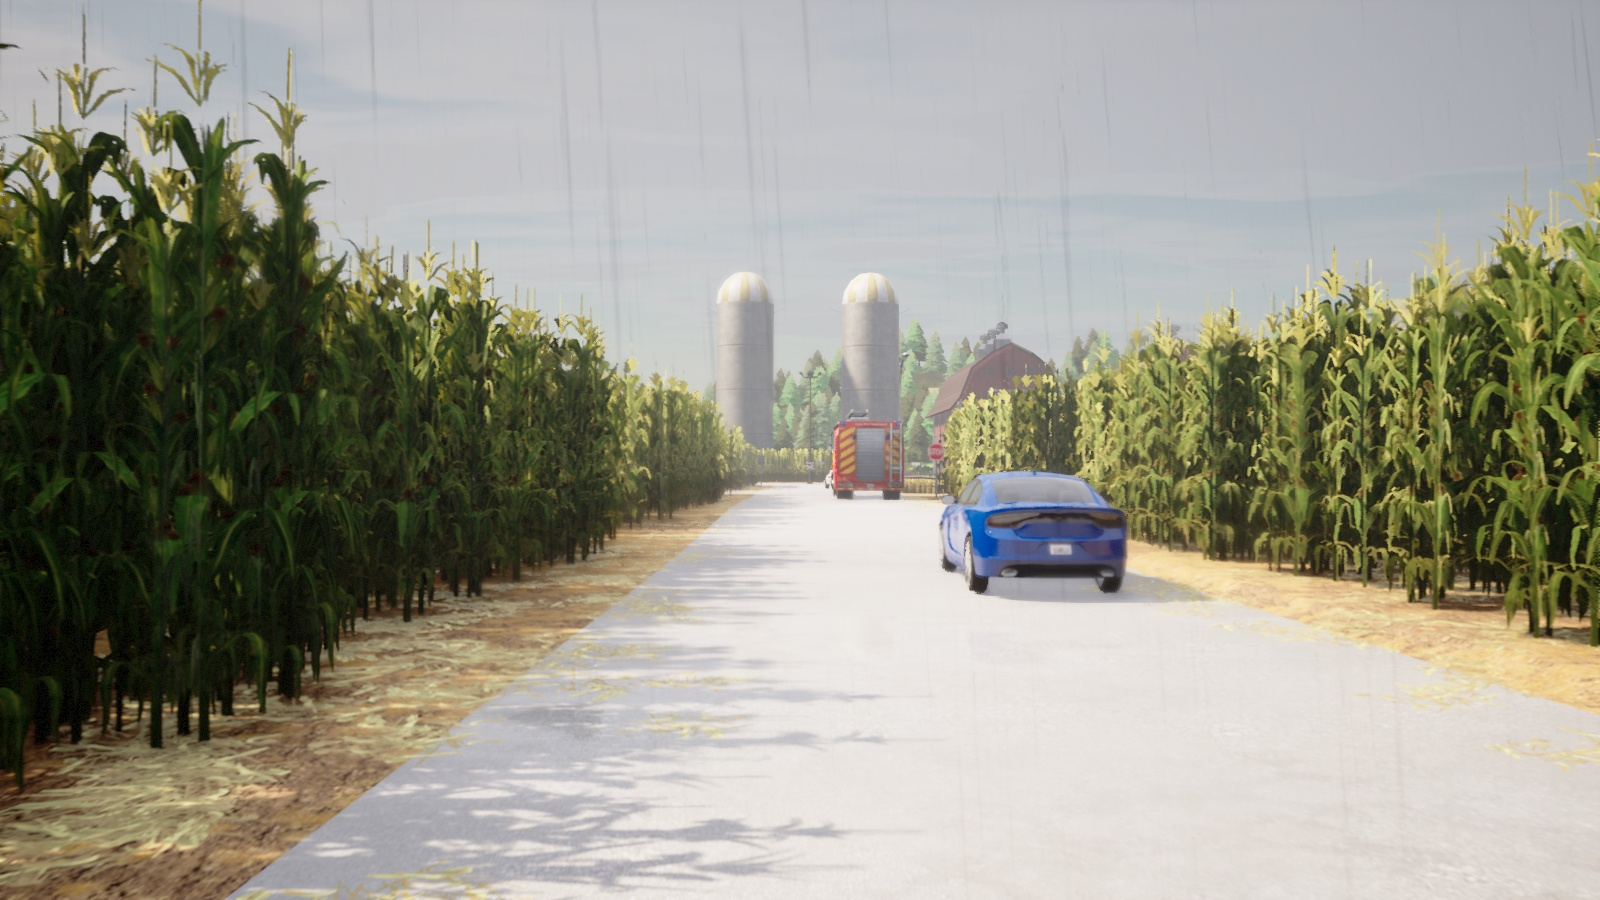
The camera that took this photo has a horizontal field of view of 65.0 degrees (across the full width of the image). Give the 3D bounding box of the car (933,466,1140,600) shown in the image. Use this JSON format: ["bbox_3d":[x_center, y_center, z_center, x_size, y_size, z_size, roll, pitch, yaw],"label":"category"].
[{"bbox_3d":[3.057,1.010,17.316,1.882,1.535,5.008,0,0,0],"label":"car"}]

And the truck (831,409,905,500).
[{"bbox_3d":[2.953,0.239,57.109,2.891,3.827,8.468,0,-1,0],"label":"truck"}]
